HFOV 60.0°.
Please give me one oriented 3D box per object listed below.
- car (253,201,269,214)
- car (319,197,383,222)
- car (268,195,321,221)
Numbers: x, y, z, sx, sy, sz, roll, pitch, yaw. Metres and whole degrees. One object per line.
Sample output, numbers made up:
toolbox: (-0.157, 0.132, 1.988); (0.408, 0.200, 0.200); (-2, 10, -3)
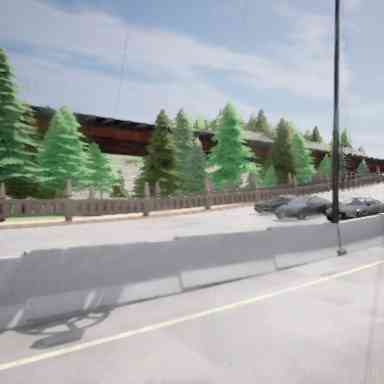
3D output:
car: (7.030, 0.949, 26.216); (4.718, 1.301, 1.895); (-5, 3, -35)
car: (9.735, 1.025, 19.545); (4.181, 1.385, 1.994); (-5, 3, -35)
car: (7.608, 0.995, 22.328); (4.674, 1.442, 1.812); (-5, 3, -35)
